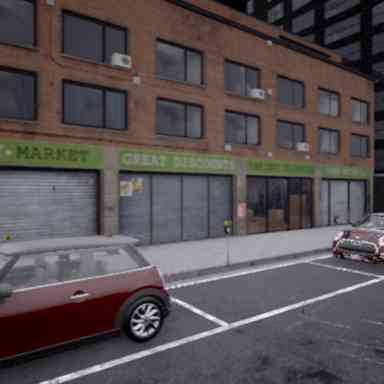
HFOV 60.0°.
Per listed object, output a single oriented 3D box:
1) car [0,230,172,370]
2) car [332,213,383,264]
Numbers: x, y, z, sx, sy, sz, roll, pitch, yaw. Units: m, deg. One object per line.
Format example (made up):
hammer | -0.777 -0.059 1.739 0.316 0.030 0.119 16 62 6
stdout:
car | -2.413 1.440 4.813 4.097 1.590 1.967 0 0 -36
car | 6.543 1.433 11.204 4.097 1.590 1.967 0 0 -36
